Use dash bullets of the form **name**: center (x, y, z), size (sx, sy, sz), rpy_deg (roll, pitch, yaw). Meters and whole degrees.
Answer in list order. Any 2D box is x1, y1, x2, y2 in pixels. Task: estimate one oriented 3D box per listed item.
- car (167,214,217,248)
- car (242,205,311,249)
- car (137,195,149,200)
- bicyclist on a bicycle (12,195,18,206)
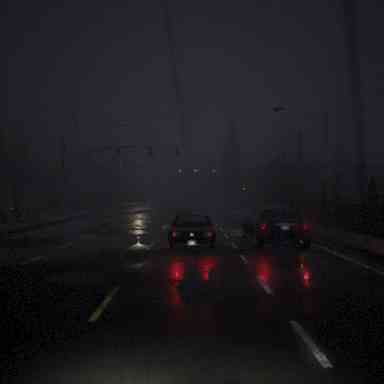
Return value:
- **car**: center (0.000, 1.615, 14.680), size (1.895, 1.301, 4.718), rpy_deg (0, 0, 0)
- **car**: center (3.500, 1.365, 14.620), size (2.097, 1.767, 4.553), rpy_deg (0, 0, 0)
- **car**: center (-13.267, 1.476, 89.517), size (1.882, 1.535, 5.008), rpy_deg (0, 0, -32)
- **bicyclist on a bicycle**: center (-27.391, 1.299, 51.388), size (0.582, 1.620, 1.656), rpy_deg (0, 0, 0)
